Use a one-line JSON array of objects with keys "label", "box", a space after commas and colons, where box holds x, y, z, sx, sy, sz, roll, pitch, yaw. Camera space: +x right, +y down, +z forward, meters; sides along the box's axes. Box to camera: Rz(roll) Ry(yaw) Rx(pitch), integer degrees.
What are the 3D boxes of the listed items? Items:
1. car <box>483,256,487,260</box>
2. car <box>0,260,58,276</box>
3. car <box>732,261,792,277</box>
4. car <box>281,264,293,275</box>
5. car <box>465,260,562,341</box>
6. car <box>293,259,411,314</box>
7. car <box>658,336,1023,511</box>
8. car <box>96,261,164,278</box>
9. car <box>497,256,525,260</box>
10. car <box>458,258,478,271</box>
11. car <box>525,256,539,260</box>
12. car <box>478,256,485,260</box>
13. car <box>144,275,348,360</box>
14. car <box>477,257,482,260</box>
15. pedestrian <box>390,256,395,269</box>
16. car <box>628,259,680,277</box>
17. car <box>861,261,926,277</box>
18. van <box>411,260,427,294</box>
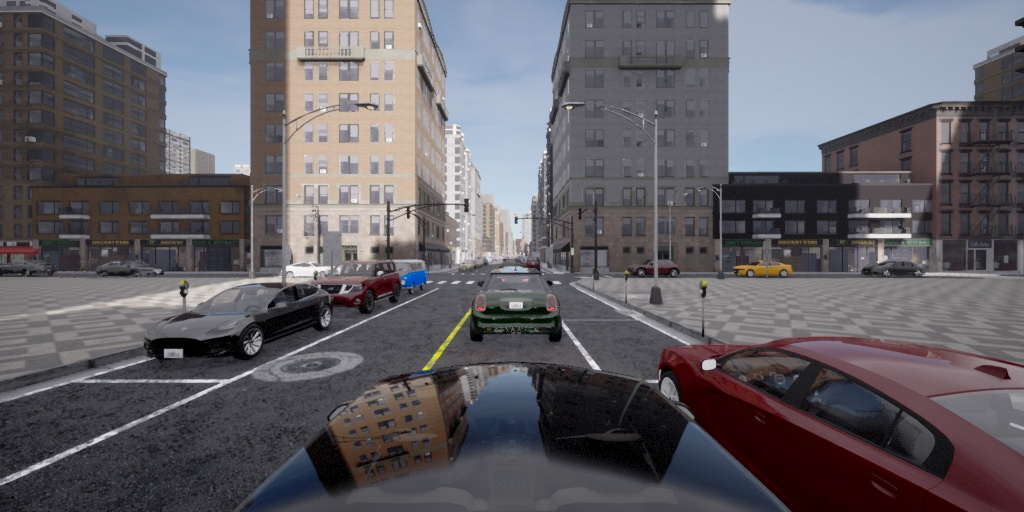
[{"label": "car", "box": [-5.918, 1.165, 63.483, 1.751, 1.417, 4.829, 0, 0, 0]}, {"label": "car", "box": [-47.586, 1.184, 35.045, 4.902, 1.511, 2.128, 0, 0, 1]}, {"label": "car", "box": [23.691, 1.190, 34.074, 5.008, 1.535, 1.882, 0, 0, 1]}, {"label": "car", "box": [-17.658, 1.233, 31.464, 4.674, 1.442, 1.812, 0, 0, 1]}, {"label": "car", "box": [0.090, 1.102, 10.005, 2.097, 1.767, 4.553, 0, 0, 0]}, {"label": "car", "box": [-5.870, 1.064, 14.029, 2.192, 1.841, 5.009, 0, 0, 0]}, {"label": "car", "box": [2.667, 1.295, 2.731, 1.888, 1.381, 4.507, 0, 0, 0]}, {"label": "car", "box": [-33.684, 1.200, 31.700, 4.902, 1.511, 2.128, 0, 0, 1]}, {"label": "car", "box": [-0.072, 1.051, 41.450, 2.097, 1.767, 4.553, 0, 0, 7]}, {"label": "car", "box": [-5.901, 1.211, 46.518, 1.751, 1.417, 4.829, 0, 0, 0]}, {"label": "car", "box": [2.625, 1.001, 46.669, 2.192, 1.841, 5.009, 0, 0, 0]}, {"label": "car", "box": [-5.912, 1.181, 57.828, 1.751, 1.417, 4.829, 0, 0, 0]}, {"label": "car", "box": [-5.864, 1.315, 8.388, 1.948, 1.339, 4.313, 0, 0, 0]}, {"label": "car", "box": [-5.907, 1.237, 52.343, 1.948, 1.339, 4.313, 0, 0, 0]}, {"label": "pedestrian", "box": [-12.586, 0.845, 37.629, 0.375, 1.860, 0.375, 0, 0, 1]}, {"label": "car", "box": [13.427, 1.059, 34.229, 4.553, 1.767, 2.097, 0, 0, 1]}, {"label": "car", "box": [35.969, 1.227, 33.884, 4.892, 1.490, 1.837, 0, 0, 1]}, {"label": "van", "box": [-5.875, 1.088, 19.670, 1.690, 1.789, 3.998, 0, 0, 0]}]
